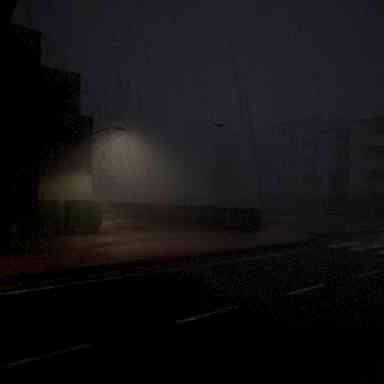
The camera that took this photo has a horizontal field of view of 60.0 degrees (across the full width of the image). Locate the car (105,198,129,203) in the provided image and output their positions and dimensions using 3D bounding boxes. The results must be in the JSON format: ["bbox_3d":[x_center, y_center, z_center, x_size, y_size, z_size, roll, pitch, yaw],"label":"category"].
[{"bbox_3d":[-11.851,1.737,50.301,1.882,1.535,5.008,1,-1,-38],"label":"car"}]

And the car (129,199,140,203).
[{"bbox_3d":[-10.043,1.799,53.663,2.128,1.511,4.902,1,-1,-39],"label":"car"}]
